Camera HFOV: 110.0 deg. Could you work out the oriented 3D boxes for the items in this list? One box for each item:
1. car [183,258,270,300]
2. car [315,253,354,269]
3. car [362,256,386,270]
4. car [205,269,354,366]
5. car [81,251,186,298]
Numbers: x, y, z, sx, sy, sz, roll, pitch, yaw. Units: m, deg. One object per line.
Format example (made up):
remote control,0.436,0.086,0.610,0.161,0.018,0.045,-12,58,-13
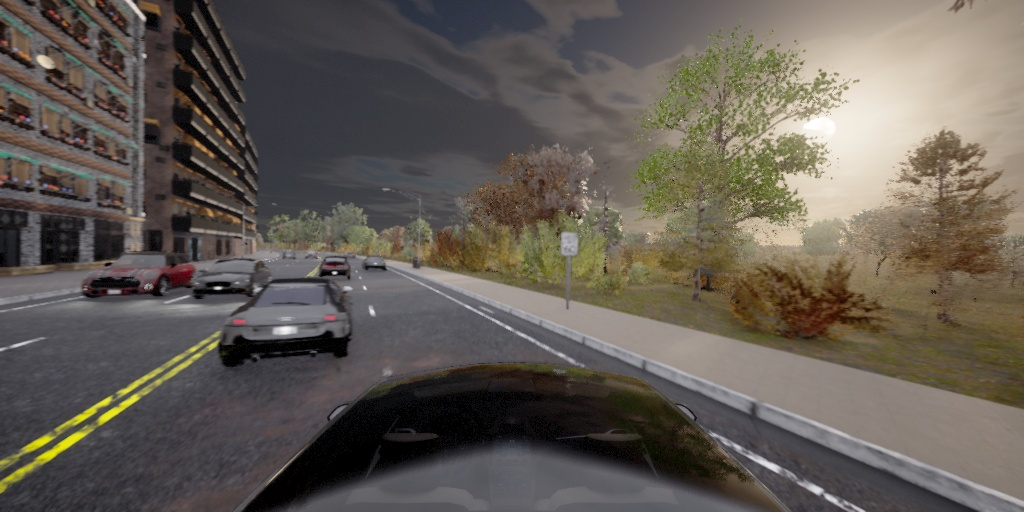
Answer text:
car,-11.481,0.861,15.026,1.837,1.490,4.892,1,1,-24
car,-11.940,0.754,24.323,1.837,1.490,4.892,1,1,-25
car,-13.829,0.649,35.893,1.994,1.385,4.181,1,1,-26
car,-4.501,1.152,7.717,1.994,1.385,4.181,1,1,-23
car,-14.874,0.636,14.649,2.097,1.767,4.553,1,1,-24
